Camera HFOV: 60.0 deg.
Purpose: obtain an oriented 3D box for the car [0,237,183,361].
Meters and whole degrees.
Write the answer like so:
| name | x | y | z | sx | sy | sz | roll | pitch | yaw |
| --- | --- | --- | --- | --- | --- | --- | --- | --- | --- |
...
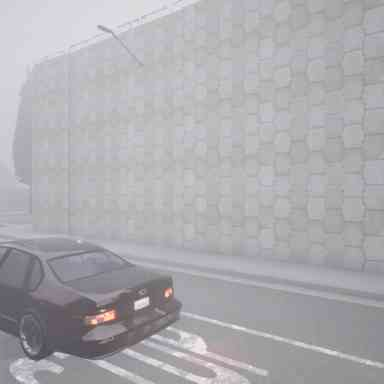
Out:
| name | x | y | z | sx | sy | sz | roll | pitch | yaw |
| --- | --- | --- | --- | --- | --- | --- | --- | --- | --- |
| car | -2.725 | 1.547 | 5.927 | 5.357 | 1.411 | 2.033 | 0 | 0 | 35 |
